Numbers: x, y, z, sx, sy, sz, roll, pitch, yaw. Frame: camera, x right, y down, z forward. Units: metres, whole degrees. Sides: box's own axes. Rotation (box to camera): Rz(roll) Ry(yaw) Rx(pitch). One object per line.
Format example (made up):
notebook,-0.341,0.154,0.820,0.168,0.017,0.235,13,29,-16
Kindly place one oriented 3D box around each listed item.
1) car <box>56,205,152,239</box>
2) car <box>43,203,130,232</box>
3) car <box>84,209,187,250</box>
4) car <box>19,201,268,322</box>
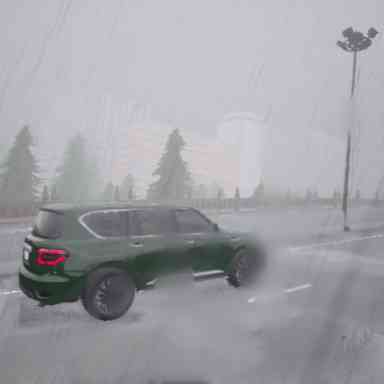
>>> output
car,-4.636,1.532,17.882,4.674,1.442,1.812,0,0,-35
car,-6.533,1.510,20.827,4.892,1.490,1.837,0,0,-35
car,-2.511,1.570,15.098,4.181,1.385,1.994,0,0,-36
car,-0.764,1.225,7.503,5.566,2.045,2.150,0,0,-35
